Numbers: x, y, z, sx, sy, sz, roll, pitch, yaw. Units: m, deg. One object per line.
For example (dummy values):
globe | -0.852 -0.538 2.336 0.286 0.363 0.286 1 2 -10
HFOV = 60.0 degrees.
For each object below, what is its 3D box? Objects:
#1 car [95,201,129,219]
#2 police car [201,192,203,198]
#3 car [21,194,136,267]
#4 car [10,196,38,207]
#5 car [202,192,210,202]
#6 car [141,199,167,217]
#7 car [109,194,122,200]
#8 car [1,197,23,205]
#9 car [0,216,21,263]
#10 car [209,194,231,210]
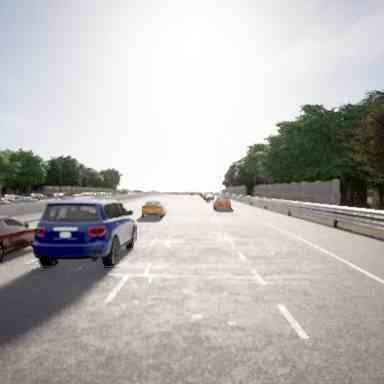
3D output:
car | -6.883 1.509 29.123 1.994 1.385 4.181 0 0 0
police car | 3.545 1.040 73.279 2.038 1.542 4.974 0 1 0
car | -3.394 1.236 11.599 2.150 2.045 5.566 0 0 0
car | -24.528 1.373 48.853 1.994 1.385 4.181 0 0 0
car | 3.538 1.157 62.264 2.128 1.511 4.902 0 1 0
car | -3.382 1.415 30.069 1.882 1.535 5.008 0 0 0
car | -17.453 1.066 75.858 1.895 1.301 4.718 0 1 0
car | -17.572 1.416 35.042 1.837 1.490 4.892 0 0 0
car | -6.893 1.541 11.586 1.812 1.442 4.674 0 0 0
car | 3.623 1.211 41.298 2.097 1.767 4.553 0 0 0
